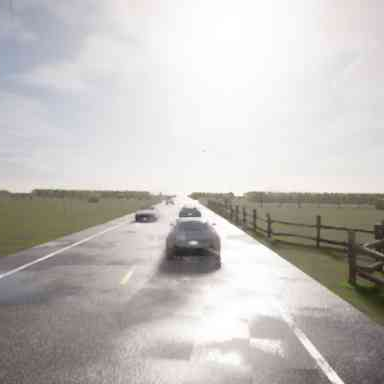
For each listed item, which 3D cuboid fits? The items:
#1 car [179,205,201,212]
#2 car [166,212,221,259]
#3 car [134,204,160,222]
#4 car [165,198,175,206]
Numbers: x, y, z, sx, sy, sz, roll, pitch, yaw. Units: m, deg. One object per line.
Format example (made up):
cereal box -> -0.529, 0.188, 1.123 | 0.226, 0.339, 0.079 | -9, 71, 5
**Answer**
car -> -0.190, 1.834, 29.582 | 1.994, 1.385, 4.181 | 0, 0, -1
car -> 0.031, 1.688, 13.104 | 1.994, 1.385, 4.181 | 0, 0, -1
car -> -3.884, 1.819, 29.685 | 2.033, 1.411, 5.357 | 0, 0, -1
car -> -4.613, 2.077, 70.285 | 2.128, 1.511, 4.902 | 0, 0, -1
